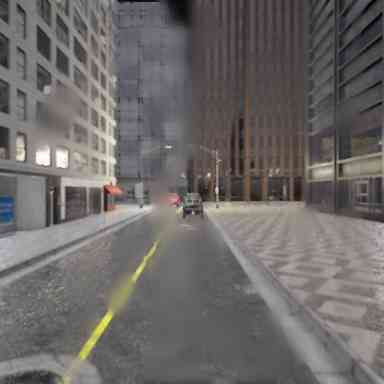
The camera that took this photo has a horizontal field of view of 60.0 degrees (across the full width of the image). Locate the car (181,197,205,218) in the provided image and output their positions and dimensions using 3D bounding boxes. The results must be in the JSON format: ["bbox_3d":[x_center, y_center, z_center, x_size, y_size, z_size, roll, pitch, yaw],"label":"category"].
[{"bbox_3d":[0.101,1.467,29.778,1.837,1.490,4.892,0,0,0],"label":"car"}]

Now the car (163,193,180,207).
[{"bbox_3d":[-3.004,1.157,48.835,2.150,2.045,5.566,0,0,0],"label":"car"}]

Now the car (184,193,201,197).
[{"bbox_3d":[0.082,1.161,43.836,2.150,2.045,5.566,0,0,-3],"label":"car"}]
